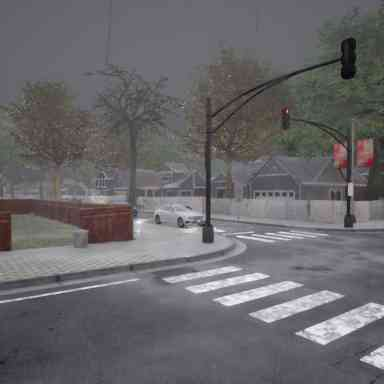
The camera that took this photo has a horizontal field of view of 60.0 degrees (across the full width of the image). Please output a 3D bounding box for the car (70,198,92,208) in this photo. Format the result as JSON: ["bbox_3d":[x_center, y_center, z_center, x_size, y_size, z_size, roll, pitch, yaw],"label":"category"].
[{"bbox_3d":[-16.614,1.653,49.653,1.994,1.385,4.181,0,0,-35],"label":"car"}]

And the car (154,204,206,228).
[{"bbox_3d":[-0.933,1.547,22.681,1.812,1.442,4.674,0,0,-36],"label":"car"}]

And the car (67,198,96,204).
[{"bbox_3d":[-12.741,1.529,39.241,1.882,1.535,5.008,0,0,-35],"label":"car"}]

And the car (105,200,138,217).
[{"bbox_3d":[-6.763,1.513,30.855,1.882,1.535,5.008,0,0,-36],"label":"car"}]

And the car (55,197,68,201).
[{"bbox_3d":[-22.266,1.599,57.466,2.128,1.511,4.902,0,0,-36],"label":"car"}]
